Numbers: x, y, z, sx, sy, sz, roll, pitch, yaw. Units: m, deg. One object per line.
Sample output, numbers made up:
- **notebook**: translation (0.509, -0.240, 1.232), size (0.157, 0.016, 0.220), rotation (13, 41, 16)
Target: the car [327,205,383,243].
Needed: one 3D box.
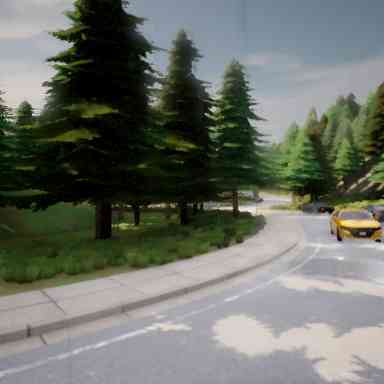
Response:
- **car**: translation (8.305, 1.607, 17.098), size (1.882, 1.535, 5.008), rotation (0, -1, 18)

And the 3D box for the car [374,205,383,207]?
- **car**: translation (14.293, 1.707, 25.757), size (1.812, 1.442, 4.674), rotation (0, -1, 11)

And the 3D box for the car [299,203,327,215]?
- **car**: translation (14.146, 1.908, 38.048), size (1.895, 1.301, 4.718), rotation (0, -1, -12)
